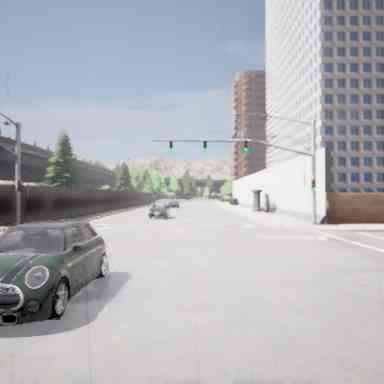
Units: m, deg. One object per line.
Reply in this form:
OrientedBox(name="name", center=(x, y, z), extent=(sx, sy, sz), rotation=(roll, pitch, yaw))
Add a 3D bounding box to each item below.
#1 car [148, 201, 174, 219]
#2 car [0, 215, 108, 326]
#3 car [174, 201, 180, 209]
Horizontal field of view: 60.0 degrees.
OrientedBox(name="car", center=(-3.304, 1.946, 33.920), extent=(2.128, 1.511, 4.902), rotation=(0, -1, 0))
OrientedBox(name="car", center=(-3.447, 1.488, 7.607), extent=(2.097, 1.767, 4.553), rotation=(0, -1, 0))
OrientedBox(name="car", center=(-3.162, 2.302, 59.624), extent=(1.994, 1.385, 4.181), rotation=(0, -1, 0))
